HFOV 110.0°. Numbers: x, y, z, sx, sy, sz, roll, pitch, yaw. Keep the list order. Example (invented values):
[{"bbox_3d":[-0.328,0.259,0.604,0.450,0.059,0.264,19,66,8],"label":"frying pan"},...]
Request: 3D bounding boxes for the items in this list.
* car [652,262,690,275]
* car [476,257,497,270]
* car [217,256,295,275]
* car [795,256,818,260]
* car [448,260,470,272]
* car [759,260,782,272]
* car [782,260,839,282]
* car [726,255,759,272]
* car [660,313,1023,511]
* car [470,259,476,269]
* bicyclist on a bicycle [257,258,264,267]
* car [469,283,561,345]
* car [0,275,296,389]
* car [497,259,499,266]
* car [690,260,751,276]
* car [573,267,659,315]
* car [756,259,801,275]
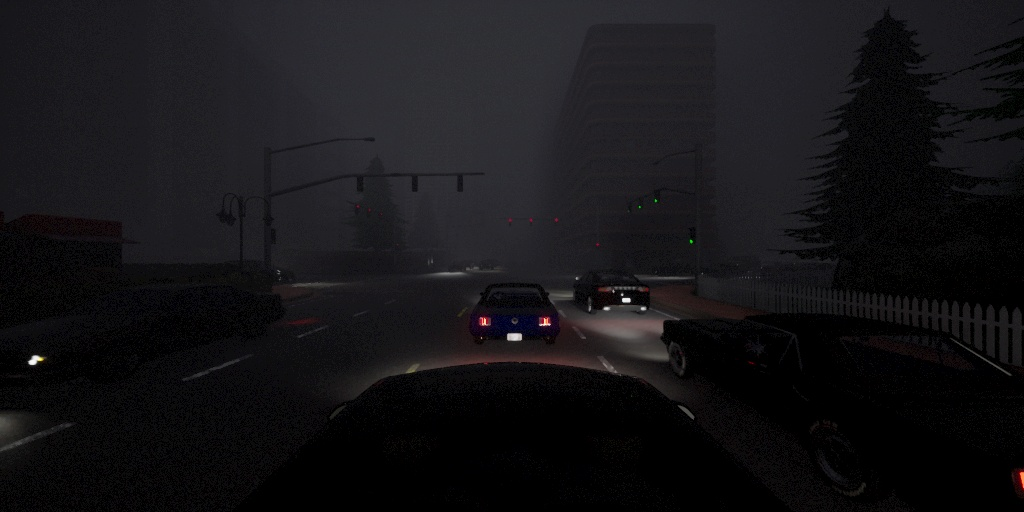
[{"bbox_3d":[16.561,1.291,36.469,4.718,1.301,1.895,0,0,-14],"label":"car"},{"bbox_3d":[-3.638,1.222,51.939,1.882,1.535,5.008,0,0,0],"label":"car"},{"bbox_3d":[-17.273,1.044,24.302,4.553,1.767,2.097,0,0,0],"label":"car"},{"bbox_3d":[35.534,0.911,43.433,2.150,2.045,5.566,0,0,44],"label":"car"},{"bbox_3d":[-7.137,1.345,47.040,1.895,1.301,4.718,0,0,0],"label":"car"},{"bbox_3d":[33.344,1.215,46.202,1.812,1.442,4.674,0,0,42],"label":"car"},{"bbox_3d":[23.647,1.239,27.359,5.357,1.411,2.033,0,0,-20],"label":"car"},{"bbox_3d":[25.618,0.911,40.077,5.566,2.045,2.150,0,0,-31],"label":"car"},{"bbox_3d":[3.598,1.351,4.359,1.895,1.301,4.718,0,0,0],"label":"car"},{"bbox_3d":[-7.136,1.291,56.692,2.033,1.411,5.357,0,0,0],"label":"car"},{"bbox_3d":[-27.918,0.991,39.698,0.582,1.620,1.656,0,0,0],"label":"bicyclist on a bicycle"},{"bbox_3d":[0.067,1.350,9.471,1.895,1.301,4.718,0,0,0],"label":"car"},{"bbox_3d":[-7.054,1.297,7.346,2.033,1.411,5.357,0,0,1],"label":"car"},{"bbox_3d":[-3.623,1.248,62.038,1.837,1.490,4.892,0,0,0],"label":"car"},{"bbox_3d":[19.544,1.292,33.621,4.718,1.301,1.895,0,0,-18],"label":"car"},{"bbox_3d":[3.577,1.226,13.679,1.882,1.535,5.008,0,0,0],"label":"car"},{"bbox_3d":[27.890,1.291,37.389,4.718,1.301,1.895,0,0,-31],"label":"car"}]
